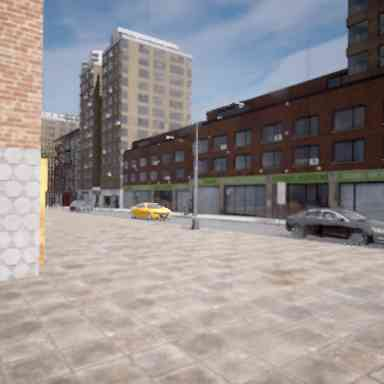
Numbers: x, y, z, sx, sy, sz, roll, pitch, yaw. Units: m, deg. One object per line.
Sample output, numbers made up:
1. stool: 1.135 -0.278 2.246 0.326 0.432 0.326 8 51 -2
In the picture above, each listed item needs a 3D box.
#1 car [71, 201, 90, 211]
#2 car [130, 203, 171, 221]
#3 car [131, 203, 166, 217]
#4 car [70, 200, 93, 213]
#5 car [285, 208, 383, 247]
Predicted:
1. car: -18.635 2.332 55.538 1.812 1.442 4.674 1 -3 -35
2. car: -3.706 1.708 29.354 1.882 1.535 5.008 1 -1 -35
3. car: -4.778 1.895 35.967 1.812 1.442 4.674 1 -2 -35
4. car: -15.298 1.949 45.896 2.097 1.767 4.553 1 -2 -35
5. car: 6.493 1.488 14.942 2.128 1.511 4.902 1 -1 -35
